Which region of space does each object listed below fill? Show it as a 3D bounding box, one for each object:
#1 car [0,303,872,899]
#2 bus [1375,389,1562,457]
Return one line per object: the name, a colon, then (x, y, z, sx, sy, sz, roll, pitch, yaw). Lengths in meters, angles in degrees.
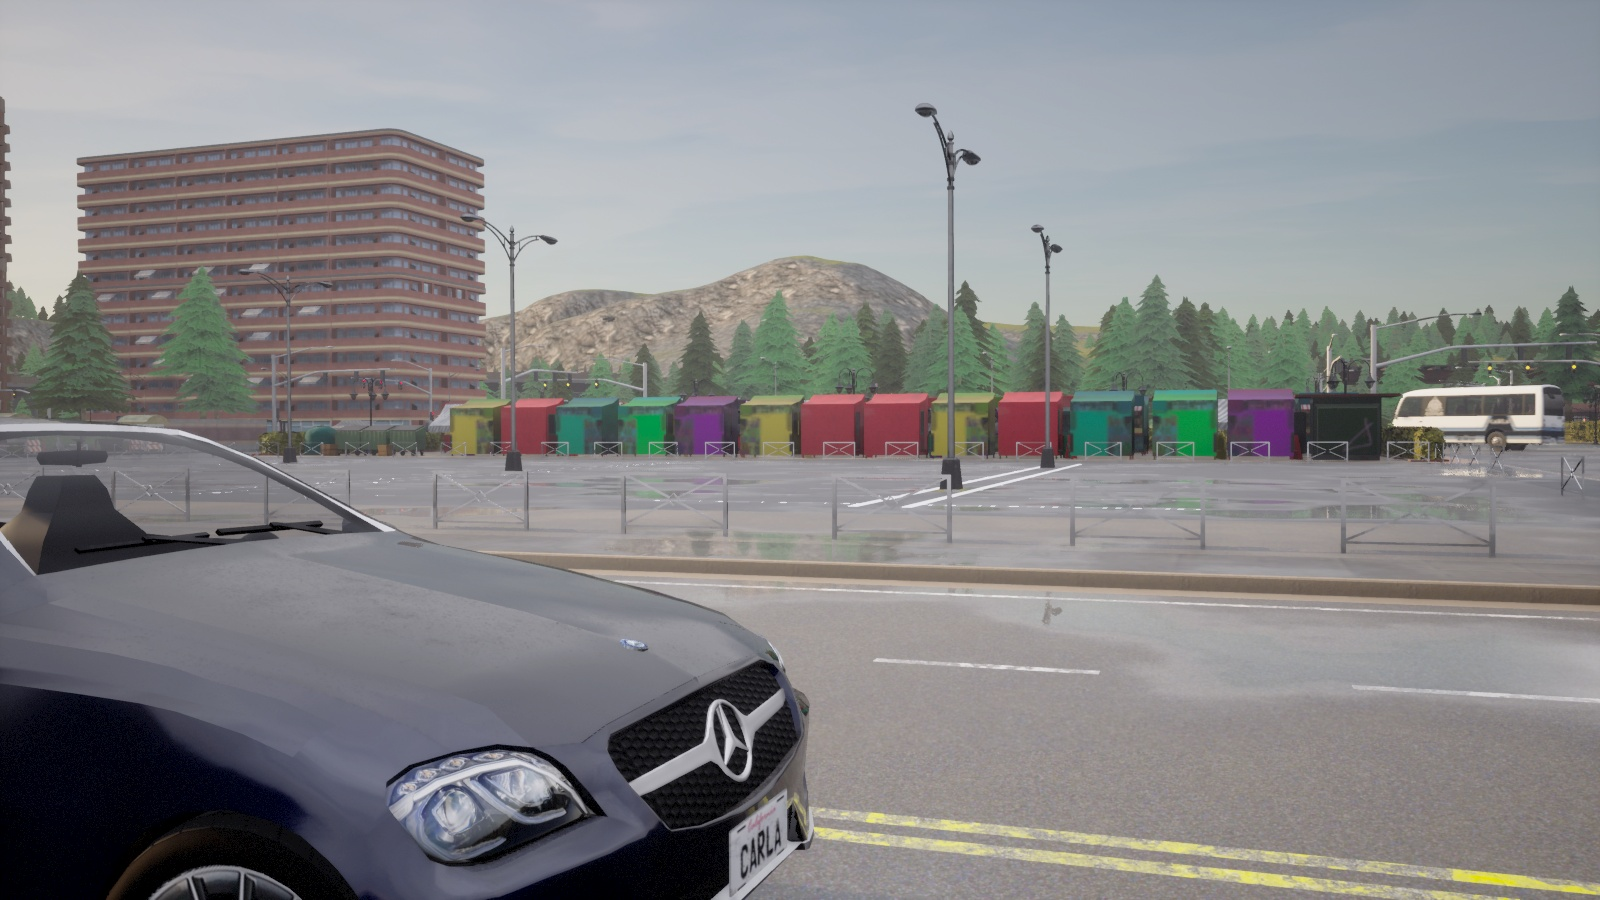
car: (-2.485, 0.531, 4.025, 5.027, 1.651, 2.152, 1, 1, 19)
bus: (44.573, -1.729, 84.106, 3.944, 4.253, 10.273, 1, 0, -37)
